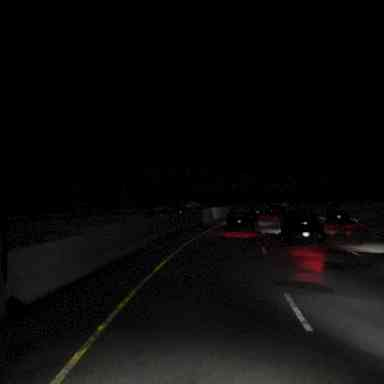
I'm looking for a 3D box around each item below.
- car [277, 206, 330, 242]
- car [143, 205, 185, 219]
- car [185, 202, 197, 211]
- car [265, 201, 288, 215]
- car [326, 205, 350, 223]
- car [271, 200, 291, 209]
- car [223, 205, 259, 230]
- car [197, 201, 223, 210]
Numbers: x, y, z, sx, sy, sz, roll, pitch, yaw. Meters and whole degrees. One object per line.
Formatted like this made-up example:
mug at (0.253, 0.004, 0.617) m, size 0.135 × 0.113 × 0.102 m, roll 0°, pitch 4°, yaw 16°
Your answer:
car at (5.758, 1.724, 17.704) m, size 1.837 × 1.490 × 4.892 m, roll 0°, pitch -1°, yaw 12°
car at (-2.485, 1.864, 28.241) m, size 1.812 × 1.442 × 4.674 m, roll 0°, pitch -1°, yaw 18°
car at (-0.007, 2.212, 51.336) m, size 1.812 × 1.442 × 4.674 m, roll 0°, pitch -1°, yaw 30°
car at (10.210, 2.025, 40.398) m, size 2.128 × 1.511 × 4.902 m, roll 0°, pitch -1°, yaw 26°
car at (13.107, 1.915, 29.906) m, size 1.812 × 1.442 × 4.674 m, roll 0°, pitch -1°, yaw 21°
car at (17.293, 2.421, 64.407) m, size 1.882 × 1.535 × 5.008 m, roll -1°, pitch -1°, yaw 36°
car at (3.693, 1.769, 23.758) m, size 1.882 × 1.535 × 5.008 m, roll 0°, pitch -1°, yaw 15°
car at (3.102, 2.169, 49.710) m, size 1.837 × 1.490 × 4.892 m, roll -1°, pitch -1°, yaw 30°
